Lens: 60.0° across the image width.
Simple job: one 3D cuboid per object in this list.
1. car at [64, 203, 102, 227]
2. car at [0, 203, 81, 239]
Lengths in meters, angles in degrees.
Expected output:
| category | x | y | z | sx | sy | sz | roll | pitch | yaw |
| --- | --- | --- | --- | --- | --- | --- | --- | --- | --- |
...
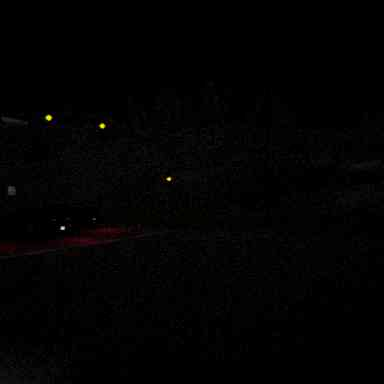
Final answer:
| category | x | y | z | sx | sy | sz | roll | pitch | yaw |
| --- | --- | --- | --- | --- | --- | --- | --- | --- | --- |
| car | -7.989 | 1.450 | 20.975 | 5.008 | 1.535 | 1.882 | 0 | 0 | 29 |
| car | -8.320 | 1.484 | 17.174 | 4.892 | 1.490 | 1.837 | 0 | 0 | 29 |
